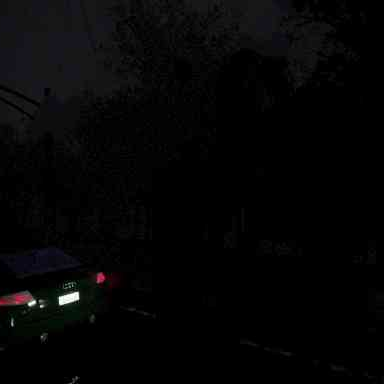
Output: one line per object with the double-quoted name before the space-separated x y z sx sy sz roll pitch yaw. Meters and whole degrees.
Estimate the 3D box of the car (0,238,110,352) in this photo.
"car" -3.479 1.564 6.146 4.181 1.385 1.994 0 0 35
